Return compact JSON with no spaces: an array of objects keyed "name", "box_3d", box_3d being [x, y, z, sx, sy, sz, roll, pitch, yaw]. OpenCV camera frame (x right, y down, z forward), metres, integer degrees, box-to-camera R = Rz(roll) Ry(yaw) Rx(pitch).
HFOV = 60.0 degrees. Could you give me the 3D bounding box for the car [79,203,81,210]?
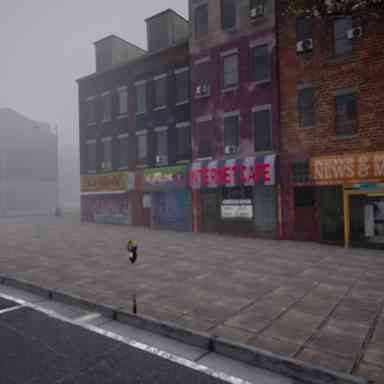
[{"name":"car","box_3d":[-10.008,1.266,37.695,2.150,2.045,5.566,-2,-1,36]}]
